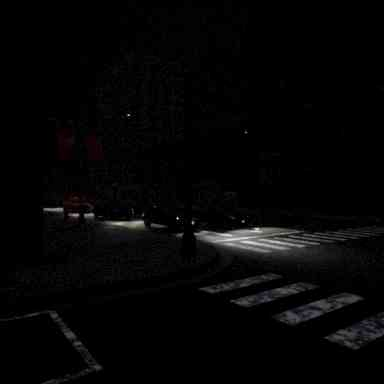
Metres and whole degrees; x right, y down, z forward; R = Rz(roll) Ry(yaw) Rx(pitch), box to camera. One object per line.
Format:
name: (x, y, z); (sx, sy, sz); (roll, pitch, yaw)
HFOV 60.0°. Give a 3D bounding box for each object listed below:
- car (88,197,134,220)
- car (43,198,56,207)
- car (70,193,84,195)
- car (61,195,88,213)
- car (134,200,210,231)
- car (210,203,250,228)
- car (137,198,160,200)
car: (-6.816, 1.441, 28.248); (1.882, 1.535, 5.008); (0, 0, -36)
car: (-21.281, 1.591, 48.510); (1.895, 1.301, 4.718); (0, 0, -36)
car: (-20.529, 1.126, 58.760); (2.150, 2.045, 5.566); (0, 0, -36)
car: (-12.585, 1.426, 36.272); (1.882, 1.535, 5.008); (0, 0, -35)
car: (-1.401, 1.469, 20.723); (2.128, 1.511, 4.902); (0, 0, -36)
car: (1.696, 1.500, 22.013); (1.812, 1.442, 4.674); (0, 0, -37)
car: (-3.543, 1.313, 29.262); (2.097, 1.767, 4.553); (0, 0, -36)
